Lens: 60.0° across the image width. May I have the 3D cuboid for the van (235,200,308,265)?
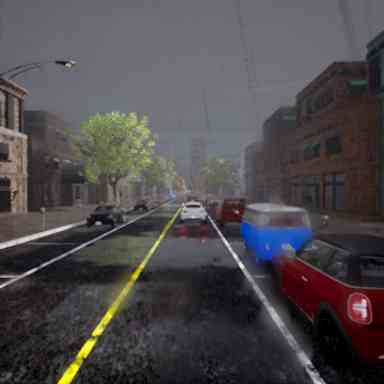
[{"bbox_3d":[2.683,1.321,11.348,1.690,1.788,3.998,-1,0,0],"label":"van"}]

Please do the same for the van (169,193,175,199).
[{"bbox_3d":[-5.717,1.171,94.506,1.690,1.788,3.998,0,0,0],"label":"van"}]

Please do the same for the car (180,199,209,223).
[{"bbox_3d":[0.094,1.481,24.974,1.812,1.442,4.674,0,0,0],"label":"car"}]

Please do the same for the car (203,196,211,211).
[{"bbox_3d":[2.678,1.482,39.068,2.008,1.369,4.403,-1,0,0],"label":"car"}]

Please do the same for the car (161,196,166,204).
[{"bbox_3d":[-5.707,1.473,61.242,1.802,1.307,4.206,0,0,0],"label":"car"}]

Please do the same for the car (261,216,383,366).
[{"bbox_3d":[2.684,1.430,5.804,1.967,1.590,4.097,-1,0,0],"label":"car"}]

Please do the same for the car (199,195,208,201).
[{"bbox_3d":[2.670,1.385,78.047,1.752,1.417,4.829,-1,0,0],"label":"car"}]

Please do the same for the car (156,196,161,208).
[{"bbox_3d":[-5.704,1.472,44.610,2.008,1.369,4.403,-1,0,0],"label":"car"}]

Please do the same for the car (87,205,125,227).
[{"bbox_3d":[-5.699,1.526,22.434,1.947,1.339,4.313,-1,0,0],"label":"car"}]

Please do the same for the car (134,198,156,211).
[{"bbox_3d":[-5.702,1.497,39.066,1.947,1.339,4.313,-1,0,0],"label":"car"}]

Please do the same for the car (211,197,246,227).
[{"bbox_3d":[2.680,1.275,22.436,2.192,1.841,5.009,-1,0,0],"label":"car"}]

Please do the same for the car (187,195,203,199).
[{"bbox_3d":[0.089,1.272,44.399,2.097,1.767,4.553,0,0,0],"label":"car"}]
